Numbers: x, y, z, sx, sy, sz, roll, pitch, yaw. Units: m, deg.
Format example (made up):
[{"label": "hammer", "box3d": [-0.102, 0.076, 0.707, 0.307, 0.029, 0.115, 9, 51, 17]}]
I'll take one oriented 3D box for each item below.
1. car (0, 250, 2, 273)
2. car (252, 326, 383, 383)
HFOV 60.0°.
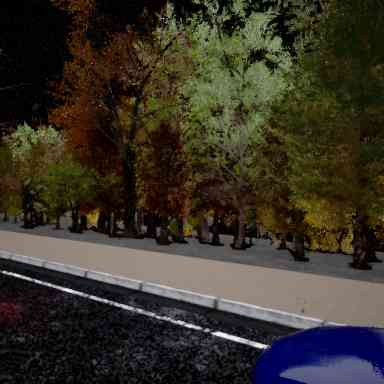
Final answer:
[{"label": "car", "box3d": [-6.723, 1.502, 8.504, 4.892, 1.490, 1.837, 0, 0, 36]}, {"label": "car", "box3d": [2.582, 1.526, 1.837, 4.674, 1.442, 1.812, 0, 0, 36]}]
